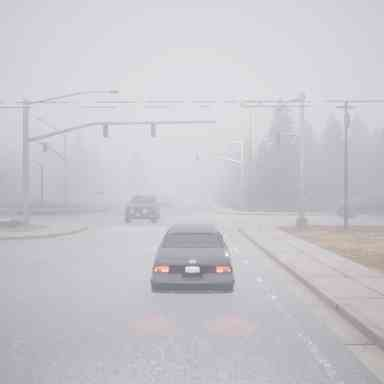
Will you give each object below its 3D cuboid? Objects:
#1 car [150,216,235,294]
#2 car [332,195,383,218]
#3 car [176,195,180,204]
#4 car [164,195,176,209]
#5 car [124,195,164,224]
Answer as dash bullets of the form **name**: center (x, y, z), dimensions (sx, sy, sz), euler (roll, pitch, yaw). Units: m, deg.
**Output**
- **car**: center (0.029, 1.545, 8.963), dimensions (2.033, 1.411, 5.357), euler (0, 0, 0)
- **car**: center (15.531, 1.248, 29.618), dimensions (5.566, 2.045, 2.150), euler (0, 0, 1)
- **car**: center (-3.678, 1.525, 59.010), dimensions (1.812, 1.442, 4.674), euler (0, 0, 1)
- **car**: center (-3.698, 1.351, 45.646), dimensions (2.097, 1.767, 4.553), euler (0, 0, 0)
- **car**: center (-3.661, 1.231, 25.371), dimensions (2.150, 2.045, 5.566), euler (0, 0, 0)
